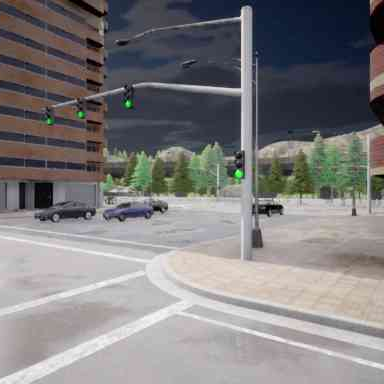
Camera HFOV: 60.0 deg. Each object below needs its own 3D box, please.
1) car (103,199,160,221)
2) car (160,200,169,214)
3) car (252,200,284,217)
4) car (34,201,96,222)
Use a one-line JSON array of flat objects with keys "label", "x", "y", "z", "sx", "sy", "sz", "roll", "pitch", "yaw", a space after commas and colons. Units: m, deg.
[{"label": "car", "x": -5.059, "y": 1.526, "z": 27.060, "sx": 1.812, "sy": 1.442, "sz": 4.674, "roll": 0, "pitch": 0, "yaw": 36}, {"label": "car", "x": -4.431, "y": 1.492, "z": 33.860, "sx": 2.128, "sy": 1.511, "sz": 4.902, "roll": 0, "pitch": 0, "yaw": 36}, {"label": "car", "x": 7.151, "y": 1.478, "z": 31.720, "sx": 1.882, "sy": 1.535, "sz": 5.008, "roll": 0, "pitch": 0, "yaw": 36}, {"label": "car", "x": -9.918, "y": 1.505, "z": 26.322, "sx": 1.837, "sy": 1.490, "sz": 4.892, "roll": 0, "pitch": 0, "yaw": 36}]
